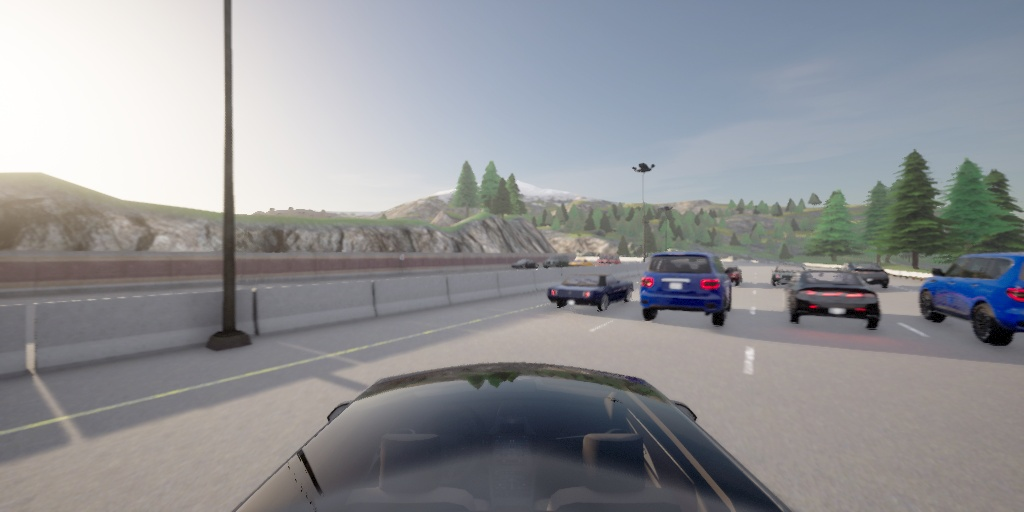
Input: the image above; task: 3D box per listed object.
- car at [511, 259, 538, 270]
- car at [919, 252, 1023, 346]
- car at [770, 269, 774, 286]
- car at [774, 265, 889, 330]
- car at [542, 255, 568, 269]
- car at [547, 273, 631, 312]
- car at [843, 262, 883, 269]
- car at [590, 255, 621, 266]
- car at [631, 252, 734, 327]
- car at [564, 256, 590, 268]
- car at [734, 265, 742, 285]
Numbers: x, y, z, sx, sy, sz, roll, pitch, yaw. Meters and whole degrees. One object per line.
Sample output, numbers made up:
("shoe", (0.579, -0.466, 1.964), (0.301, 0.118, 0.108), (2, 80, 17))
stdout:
("car", (1.747, 1.158, 49.594), (1.882, 1.535, 5.008), (0, 0, 34))
("car", (12.132, 0.907, 8.575), (2.150, 2.045, 5.566), (0, 0, 35))
("car", (17.543, 1.240, 22.706), (1.895, 1.301, 4.718), (0, 0, 35))
("car", (9.601, 1.182, 11.066), (2.128, 1.511, 4.902), (0, 0, 35))
("car", (6.294, 0.882, 50.126), (2.150, 2.045, 5.566), (0, 0, 33))
("car", (3.303, 1.319, 14.266), (1.895, 1.301, 4.718), (0, 0, 35))
("car", (21.302, 1.114, 21.991), (2.128, 1.511, 4.902), (0, 0, 35))
("car", (12.556, 0.855, 46.931), (2.150, 2.045, 5.566), (0, 0, 33))
("car", (5.816, 0.923, 11.735), (2.150, 2.045, 5.566), (0, -1, 34))
("car", (9.181, 1.124, 48.173), (1.882, 1.535, 5.008), (0, 0, 33))
("car", (14.652, 1.251, 24.679), (1.895, 1.301, 4.718), (0, 0, 35))
